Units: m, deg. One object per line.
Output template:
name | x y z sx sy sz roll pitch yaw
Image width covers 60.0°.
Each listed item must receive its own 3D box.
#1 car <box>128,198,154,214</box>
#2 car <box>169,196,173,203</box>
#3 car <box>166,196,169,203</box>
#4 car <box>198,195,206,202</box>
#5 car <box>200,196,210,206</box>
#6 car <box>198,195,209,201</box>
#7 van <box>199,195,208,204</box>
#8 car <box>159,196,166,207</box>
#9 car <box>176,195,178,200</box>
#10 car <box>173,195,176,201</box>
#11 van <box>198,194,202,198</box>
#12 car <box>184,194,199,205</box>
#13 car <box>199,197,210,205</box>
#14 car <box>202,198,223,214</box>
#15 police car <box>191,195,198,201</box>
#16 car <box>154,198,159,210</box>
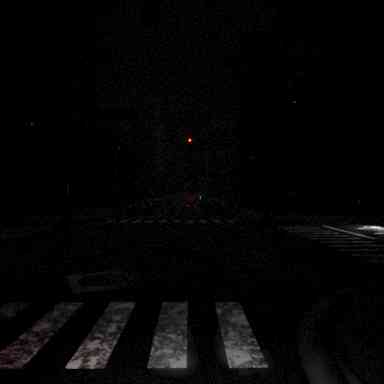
car | -5.668 1.480 36.068 1.967 1.590 4.097 0 0 0
car | -5.608 1.552 69.133 1.967 1.590 4.097 0 0 0
car | -5.628 1.634 58.111 2.008 1.369 4.403 0 0 0
car | 2.448 1.600 85.650 1.967 1.590 4.097 0 0 0
car | 2.377 1.641 47.075 1.802 1.307 4.206 0 0 0
car | 2.387 1.637 52.586 1.947 1.339 4.313 0 0 0
van | 2.417 1.453 69.118 1.690 1.788 3.998 0 0 0
car | -5.638 1.653 52.600 1.802 1.307 4.206 0 0 0
car | -5.567 1.721 91.176 1.887 1.381 4.507 0 0 0
car | -5.588 1.694 80.154 2.008 1.369 4.403 0 0 0
van | 2.397 1.424 58.097 1.690 1.788 3.998 0 0 0
car | -0.131 1.574 63.308 1.882 1.535 5.008 0 0 0
car | 2.407 1.647 63.607 2.008 1.369 4.403 0 0 0
car | 2.357 1.606 36.053 1.947 1.339 4.313 0 0 0
police car | 0.644 1.598 90.134 1.930 1.638 5.238 0 0 0
car | -5.658 1.489 41.579 1.967 1.590 4.097 0 0 0
